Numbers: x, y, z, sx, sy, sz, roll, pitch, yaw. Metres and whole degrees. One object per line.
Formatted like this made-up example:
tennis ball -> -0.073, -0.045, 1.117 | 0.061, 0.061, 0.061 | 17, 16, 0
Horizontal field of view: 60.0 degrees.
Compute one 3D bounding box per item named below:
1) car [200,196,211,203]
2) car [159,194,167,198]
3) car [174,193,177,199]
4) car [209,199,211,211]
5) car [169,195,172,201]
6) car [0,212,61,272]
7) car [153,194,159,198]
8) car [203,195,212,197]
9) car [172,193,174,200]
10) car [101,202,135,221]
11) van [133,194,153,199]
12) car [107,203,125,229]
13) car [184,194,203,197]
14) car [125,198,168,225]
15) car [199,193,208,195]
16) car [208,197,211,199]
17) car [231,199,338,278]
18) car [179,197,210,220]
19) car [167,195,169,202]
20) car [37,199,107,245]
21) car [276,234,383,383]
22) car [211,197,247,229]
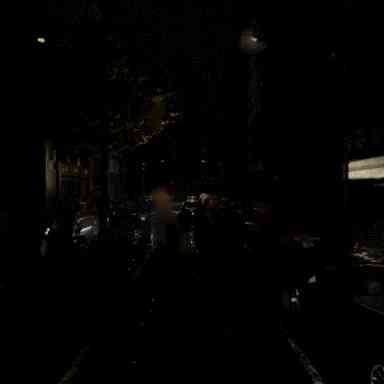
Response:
car -> 2.607, 1.500, 66.385 | 1.947, 1.339, 4.313 | 0, 0, 0
car -> -5.908, 1.248, 55.113 | 2.192, 1.841, 5.009 | 0, 0, 0
car -> -5.951, 1.504, 94.386 | 1.752, 1.417, 4.829 | 0, 0, 1
car -> 2.644, 1.467, 27.082 | 1.752, 1.417, 4.829 | 0, 0, 0
car -> -5.924, 1.379, 72.032 | 1.967, 1.590, 4.097 | 0, 0, 0
car -> -5.866, 1.522, 9.997 | 1.887, 1.381, 4.507 | 0, 0, 0
car -> -5.898, 1.375, 43.834 | 1.967, 1.590, 4.097 | 0, 0, 0
car -> 2.623, 1.478, 49.468 | 1.887, 1.381, 4.507 | 0, 0, 0
car -> -5.929, 1.385, 77.670 | 1.967, 1.590, 4.097 | 0, 0, 0
car -> -5.881, 1.525, 26.915 | 1.802, 1.307, 4.206 | 0, 0, 0
van -> -5.893, 1.277, 38.194 | 1.690, 1.788, 3.998 | 0, 0, 0
car -> -5.876, 1.519, 21.277 | 1.947, 1.339, 4.313 | 0, 0, 0
car -> 0.059, 1.425, 45.263 | 2.128, 1.511, 4.902 | 0, 0, 0
car -> -3.121, 1.439, 23.713 | 2.128, 1.511, 4.902 | 0, 0, 0
car -> 2.618, 1.373, 55.107 | 1.967, 1.590, 4.097 | 0, 0, 0
car -> 2.633, 1.517, 38.189 | 1.802, 1.307, 4.206 | 0, 0, 0
car -> 2.660, 1.292, 9.996 | 2.192, 1.841, 5.009 | 0, 0, 0
car -> 0.075, 1.433, 27.495 | 2.128, 1.511, 4.902 | 0, 0, 0
car -> -5.913, 1.248, 60.752 | 2.192, 1.841, 5.009 | 0, 0, 0
car -> -5.871, 1.280, 15.636 | 2.192, 1.841, 5.009 | 0, 0, 0
car -> 2.664, 1.556, 4.357 | 1.947, 1.339, 4.313 | 0, 0, 0
car -> 2.650, 1.268, 21.274 | 2.192, 1.841, 5.009 | 0, 0, 0
